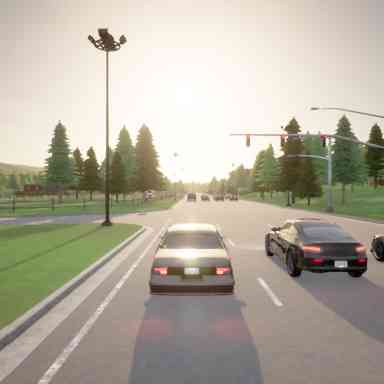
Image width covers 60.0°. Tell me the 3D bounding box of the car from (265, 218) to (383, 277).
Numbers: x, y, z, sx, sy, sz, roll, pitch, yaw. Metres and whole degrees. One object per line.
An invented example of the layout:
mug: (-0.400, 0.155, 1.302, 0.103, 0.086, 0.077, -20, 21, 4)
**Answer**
car: (3.514, 1.526, 10.107, 1.812, 1.442, 4.674, 0, 0, 0)

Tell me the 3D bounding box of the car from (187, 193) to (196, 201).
car: (-0.045, 1.217, 83.544, 2.150, 2.045, 5.566, 0, 0, 0)

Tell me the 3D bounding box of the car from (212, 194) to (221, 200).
car: (6.949, 1.372, 93.938, 2.033, 1.411, 5.357, 0, 0, 0)

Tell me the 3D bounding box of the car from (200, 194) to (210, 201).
car: (3.455, 1.531, 83.516, 2.033, 1.411, 5.357, 0, 0, 0)

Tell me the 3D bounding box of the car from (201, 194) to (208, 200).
car: (3.449, 1.310, 93.936, 1.882, 1.535, 5.008, 0, 0, 0)

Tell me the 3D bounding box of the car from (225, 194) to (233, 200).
car: (10.449, 1.356, 93.939, 1.812, 1.442, 4.674, 0, 0, 0)

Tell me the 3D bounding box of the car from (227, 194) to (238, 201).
car: (10.455, 1.587, 83.966, 1.895, 1.301, 4.718, 0, 0, 0)

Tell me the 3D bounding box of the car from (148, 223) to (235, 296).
car: (0.000, 1.547, 8.828, 2.033, 1.411, 5.357, 0, 0, 0)

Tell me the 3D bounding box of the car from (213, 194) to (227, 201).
car: (6.955, 1.347, 83.904, 2.097, 1.767, 4.553, 0, 0, 0)
